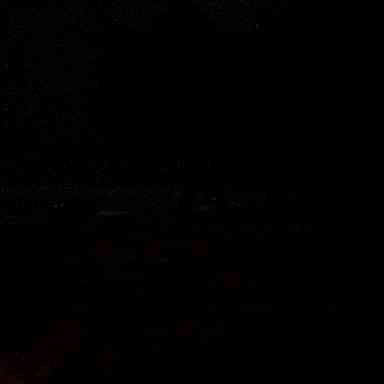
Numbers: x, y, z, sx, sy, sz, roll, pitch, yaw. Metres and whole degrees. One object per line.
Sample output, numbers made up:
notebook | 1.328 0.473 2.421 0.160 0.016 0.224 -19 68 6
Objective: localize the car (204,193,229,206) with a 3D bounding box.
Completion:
car | 4.166 1.223 55.600 2.150 2.045 5.566 3 2 32

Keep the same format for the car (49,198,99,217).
car | -11.088 1.310 31.697 2.097 1.767 4.553 3 2 33
